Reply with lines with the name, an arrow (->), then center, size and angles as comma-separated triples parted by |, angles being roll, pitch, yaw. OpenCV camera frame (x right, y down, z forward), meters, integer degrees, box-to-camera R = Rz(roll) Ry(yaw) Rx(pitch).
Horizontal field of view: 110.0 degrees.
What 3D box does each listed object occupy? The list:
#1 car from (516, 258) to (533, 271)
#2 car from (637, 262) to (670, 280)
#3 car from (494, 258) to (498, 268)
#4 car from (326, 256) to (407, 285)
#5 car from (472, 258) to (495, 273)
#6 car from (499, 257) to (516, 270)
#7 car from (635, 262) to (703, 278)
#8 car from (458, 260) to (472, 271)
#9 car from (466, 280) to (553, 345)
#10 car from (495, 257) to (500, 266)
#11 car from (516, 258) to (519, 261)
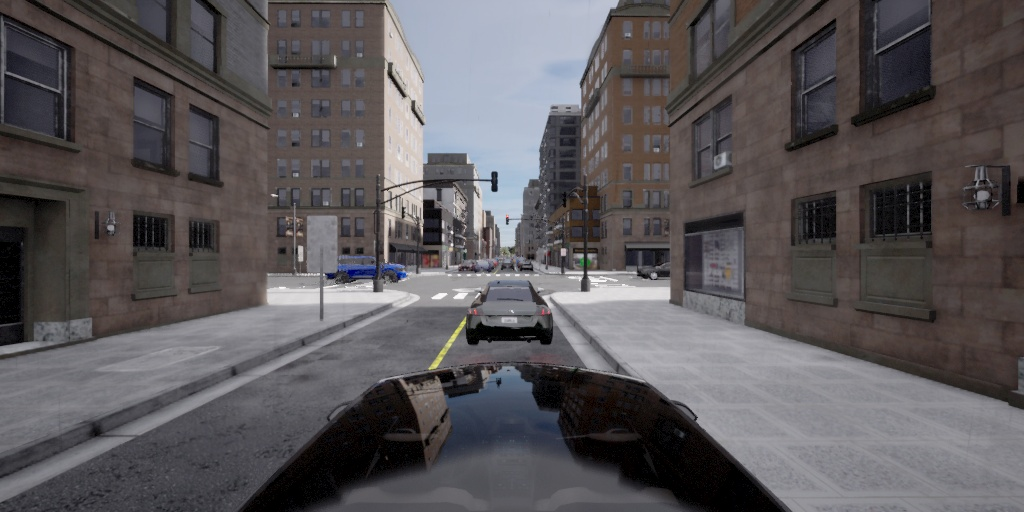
car -> 1.929, 1.372, 48.600 | 1.948, 1.339, 4.313 | 0, 0, 0
car -> 12.955, 1.210, 29.965 | 4.892, 1.490, 1.837 | 0, 0, -1
car -> -3.593, 1.366, 54.265 | 2.033, 1.411, 5.357 | 0, 0, 0
car -> -10.692, 1.015, 26.639 | 5.566, 2.045, 2.150 | 0, 0, -8
car -> -3.548, 1.324, 44.586 | 1.812, 1.442, 4.674 | 0, 0, 1
car -> -0.658, 1.345, 54.770 | 1.812, 1.442, 4.674 | 0, 0, 0
car -> 14.480, 1.253, 33.236 | 5.357, 1.411, 2.033 | 0, 0, -1
car -> -6.095, 1.246, 48.539 | 1.967, 1.591, 4.097 | 0, 0, 0
car -> -0.065, 1.317, 9.529 | 1.994, 1.385, 4.181 | 0, 0, 0
car -> -3.636, 1.318, 64.217 | 1.882, 1.535, 5.008 | 0, 0, 0
car -> 1.846, 1.411, 59.622 | 1.802, 1.307, 4.207 | 0, 0, 0
